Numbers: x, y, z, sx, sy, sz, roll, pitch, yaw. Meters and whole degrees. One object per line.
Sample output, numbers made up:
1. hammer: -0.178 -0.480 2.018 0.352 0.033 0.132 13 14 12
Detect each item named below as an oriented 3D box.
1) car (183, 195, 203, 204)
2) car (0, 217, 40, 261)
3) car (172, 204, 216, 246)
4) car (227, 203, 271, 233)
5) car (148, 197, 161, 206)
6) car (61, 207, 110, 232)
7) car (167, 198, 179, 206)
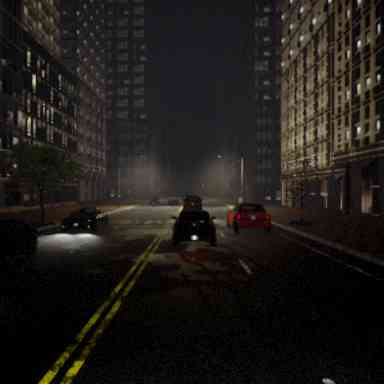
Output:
1. car: 0.096 1.355 38.506 2.150 2.045 5.566 0 0 0
2. car: -6.571 1.564 10.617 1.812 1.442 4.674 0 0 0
3. car: 0.101 1.563 15.665 1.837 1.490 4.892 0 0 0
4. car: 3.352 1.424 20.325 2.097 1.767 4.553 0 0 0
5. car: -6.540 1.689 58.021 1.837 1.490 4.892 0 0 1
6. car: -6.501 1.638 20.604 1.994 1.385 4.181 0 0 0
7. car: -3.285 1.786 58.012 1.895 1.301 4.718 0 0 1
